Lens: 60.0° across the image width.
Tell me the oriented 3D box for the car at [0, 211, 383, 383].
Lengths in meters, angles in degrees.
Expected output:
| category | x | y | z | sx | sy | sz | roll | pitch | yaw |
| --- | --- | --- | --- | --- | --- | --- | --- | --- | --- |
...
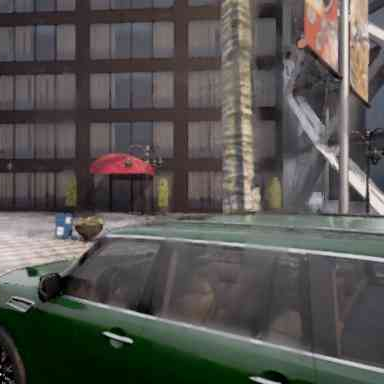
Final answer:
| category | x | y | z | sx | sy | sz | roll | pitch | yaw |
| --- | --- | --- | --- | --- | --- | --- | --- | --- | --- |
| car | 0.149 | 1.214 | 3.122 | 5.566 | 2.045 | 2.150 | 0 | 0 | 34 |
